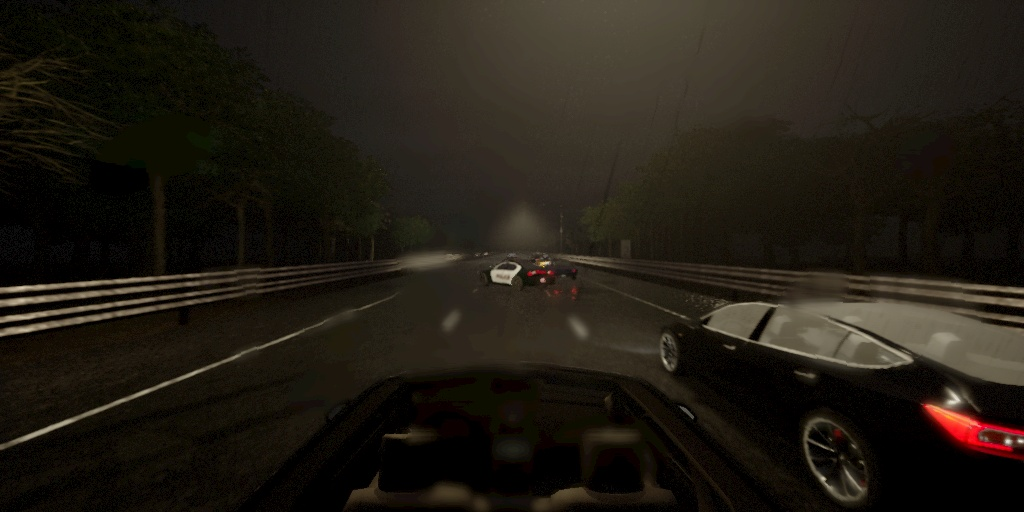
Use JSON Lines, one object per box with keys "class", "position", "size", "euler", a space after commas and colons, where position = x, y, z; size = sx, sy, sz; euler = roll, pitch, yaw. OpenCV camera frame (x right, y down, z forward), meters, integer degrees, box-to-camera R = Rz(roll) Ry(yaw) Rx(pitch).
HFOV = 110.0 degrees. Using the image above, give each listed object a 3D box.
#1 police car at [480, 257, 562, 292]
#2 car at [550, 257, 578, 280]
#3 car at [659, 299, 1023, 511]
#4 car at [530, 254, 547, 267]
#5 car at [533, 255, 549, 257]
{"class": "police car", "position": [0.063, 0.993, 19.518], "size": [2.038, 1.542, 4.974], "euler": [0, 0, -38]}
{"class": "car", "position": [3.501, 0.990, 26.257], "size": [1.895, 1.301, 4.718], "euler": [0, 1, 0]}
{"class": "car", "position": [3.500, 1.216, 4.258], "size": [2.163, 1.488, 4.792], "euler": [0, 1, 0]}
{"class": "car", "position": [3.502, 0.567, 48.223], "size": [1.837, 1.490, 4.892], "euler": [0, 1, 0]}
{"class": "car", "position": [3.502, 0.680, 37.413], "size": [1.801, 1.575, 5.366], "euler": [0, 1, 0]}
